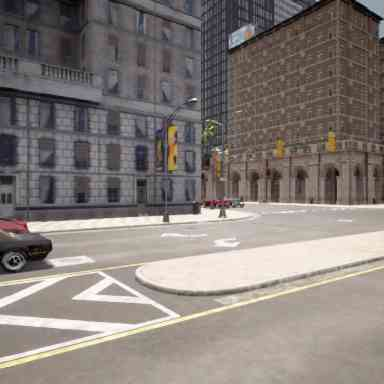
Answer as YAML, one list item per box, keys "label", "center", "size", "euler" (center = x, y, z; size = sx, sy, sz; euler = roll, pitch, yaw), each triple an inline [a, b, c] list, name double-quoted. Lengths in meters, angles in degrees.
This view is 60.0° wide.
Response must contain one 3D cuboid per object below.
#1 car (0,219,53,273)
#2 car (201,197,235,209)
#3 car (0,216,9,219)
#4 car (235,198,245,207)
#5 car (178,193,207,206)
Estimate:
- label: "car"
  center: [-6.535, 1.601, 9.182]
  size: [4.718, 1.301, 1.895]
  euler: [0, 0, -35]
- label: "car"
  center: [3.234, 1.478, 46.396]
  size: [1.882, 1.535, 5.008]
  euler: [0, 0, -35]
- label: "car"
  center: [-8.480, 1.526, 12.087]
  size: [4.674, 1.442, 1.812]
  euler: [0, 0, -35]
- label: "car"
  center: [5.663, 1.492, 49.027]
  size: [2.128, 1.511, 4.902]
  euler: [0, 0, -35]
- label: "car"
  center: [0.024, 1.221, 57.127]
  size: [2.150, 2.045, 5.566]
  euler: [0, 0, -34]
